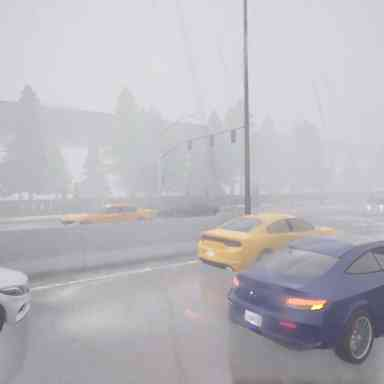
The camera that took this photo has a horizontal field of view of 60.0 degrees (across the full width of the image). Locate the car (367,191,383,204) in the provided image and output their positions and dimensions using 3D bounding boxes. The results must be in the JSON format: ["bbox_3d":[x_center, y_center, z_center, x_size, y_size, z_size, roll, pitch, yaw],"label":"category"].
[{"bbox_3d":[24.661,0.601,43.066,4.553,1.767,2.097,-1,1,-35],"label":"car"}]

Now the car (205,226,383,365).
[{"bbox_3d":[2.686,1.457,5.705,4.674,1.442,1.812,-1,1,-35],"label":"car"}]

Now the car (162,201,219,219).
[{"bbox_3d":[-0.311,1.385,25.264,4.718,1.301,1.895,-1,1,-35],"label":"car"}]

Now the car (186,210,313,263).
[{"bbox_3d":[2.494,1.372,9.854,5.008,1.535,1.882,-1,1,-35],"label":"car"}]

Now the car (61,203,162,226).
[{"bbox_3d":[-4.433,1.386,18.026,5.008,1.535,1.882,-1,1,-35],"label":"car"}]

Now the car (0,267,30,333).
[{"bbox_3d":[-4.833,1.522,4.605,4.674,1.442,1.812,0,0,-36],"label":"car"}]
